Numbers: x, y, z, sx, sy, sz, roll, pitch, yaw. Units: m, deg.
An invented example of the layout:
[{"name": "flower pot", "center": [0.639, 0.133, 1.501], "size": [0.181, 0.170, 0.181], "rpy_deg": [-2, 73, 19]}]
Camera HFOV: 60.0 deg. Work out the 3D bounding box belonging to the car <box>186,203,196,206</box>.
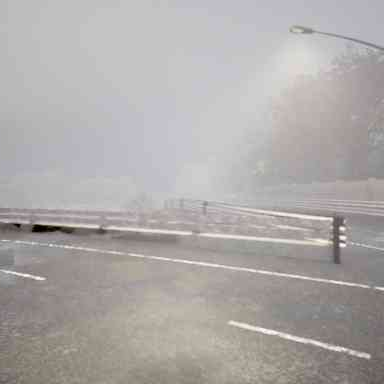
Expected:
[{"name": "car", "center": [-0.176, 2.296, 66.788], "size": [2.128, 1.511, 4.902], "rpy_deg": [-1, -3, -5]}]
